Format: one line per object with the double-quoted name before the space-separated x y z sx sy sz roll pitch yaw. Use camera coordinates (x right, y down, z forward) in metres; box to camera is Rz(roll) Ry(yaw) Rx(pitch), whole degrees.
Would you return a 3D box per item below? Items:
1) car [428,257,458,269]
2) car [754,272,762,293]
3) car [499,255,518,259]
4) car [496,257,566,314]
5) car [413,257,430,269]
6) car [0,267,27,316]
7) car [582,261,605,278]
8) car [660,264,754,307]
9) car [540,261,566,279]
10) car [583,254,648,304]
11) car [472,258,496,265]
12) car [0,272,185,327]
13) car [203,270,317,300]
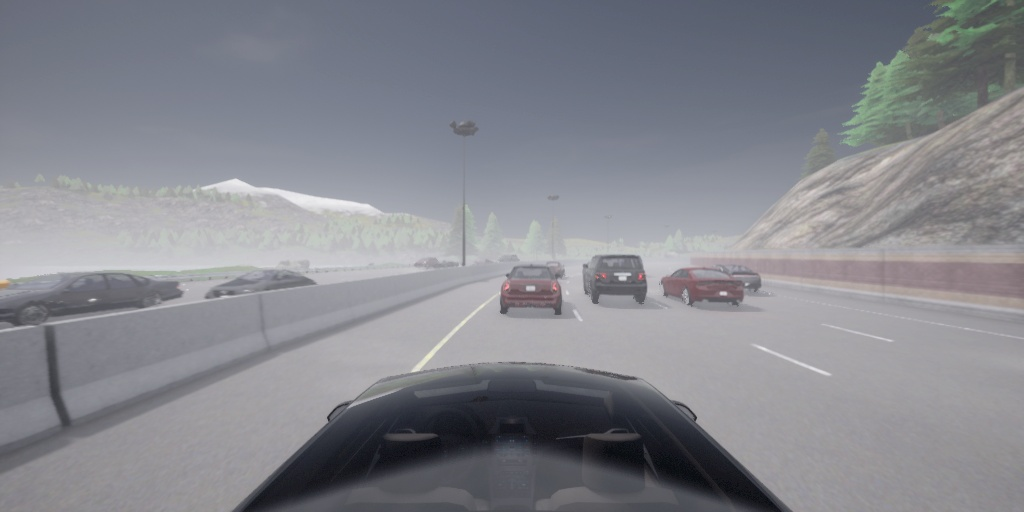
"car" -9.471 1.171 50.753 1.895 1.301 4.718 0 0 18
"car" 12.159 1.221 20.429 2.128 1.511 4.902 0 0 8
"car" -0.641 0.806 54.737 2.150 2.045 5.566 0 0 21
"car" 0.795 1.067 13.789 2.097 1.767 4.553 0 0 5
"car" -12.489 0.906 52.647 2.097 1.767 4.553 0 0 19
"car" -17.254 1.150 9.496 1.882 1.535 5.008 0 0 3
"car" 7.773 1.238 34.138 1.994 1.385 4.181 0 0 14
"car" 7.987 1.210 15.574 1.882 1.535 5.008 0 0 6
"car" 3.727 1.193 32.243 1.812 1.442 4.674 0 0 13
"car" 4.541 0.940 16.435 2.150 2.045 5.566 0 0 6
"car" -4.450 1.099 54.423 1.812 1.442 4.674 0 0 20
"car" -13.681 1.225 11.389 2.033 1.411 5.357 0 0 4
"car" -9.871 1.244 14.476 1.994 1.385 4.181 0 0 5
